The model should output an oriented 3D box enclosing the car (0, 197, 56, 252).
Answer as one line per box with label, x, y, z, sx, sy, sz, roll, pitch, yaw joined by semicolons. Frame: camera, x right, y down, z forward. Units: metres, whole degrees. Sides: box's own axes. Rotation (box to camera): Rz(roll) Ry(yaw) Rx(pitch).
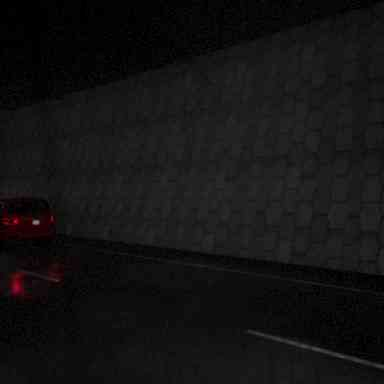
car;-8.023;1.233;14.020;5.566;2.045;2.150;0;0;36
